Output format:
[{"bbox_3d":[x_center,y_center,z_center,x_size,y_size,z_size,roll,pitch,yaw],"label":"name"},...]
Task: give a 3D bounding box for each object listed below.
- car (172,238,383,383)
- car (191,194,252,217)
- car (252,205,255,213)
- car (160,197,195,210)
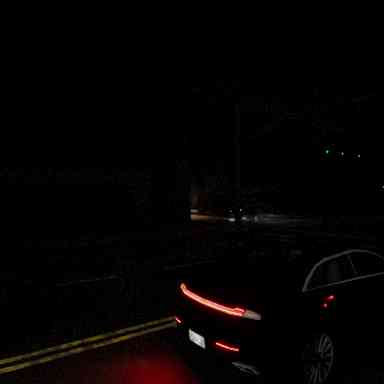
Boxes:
[{"bbox_3d":[2.031,1.492,5.279,4.902,1.511,2.128,0,0,-35],"label":"car"},{"bbox_3d":[2.607,1.221,31.326,2.150,2.045,5.566,0,0,-36],"label":"car"},{"bbox_3d":[4.325,1.478,34.869,1.882,1.535,5.008,0,0,-37],"label":"car"},{"bbox_3d":[-1.921,1.493,43.234,2.128,1.511,4.902,0,0,-37],"label":"car"}]
